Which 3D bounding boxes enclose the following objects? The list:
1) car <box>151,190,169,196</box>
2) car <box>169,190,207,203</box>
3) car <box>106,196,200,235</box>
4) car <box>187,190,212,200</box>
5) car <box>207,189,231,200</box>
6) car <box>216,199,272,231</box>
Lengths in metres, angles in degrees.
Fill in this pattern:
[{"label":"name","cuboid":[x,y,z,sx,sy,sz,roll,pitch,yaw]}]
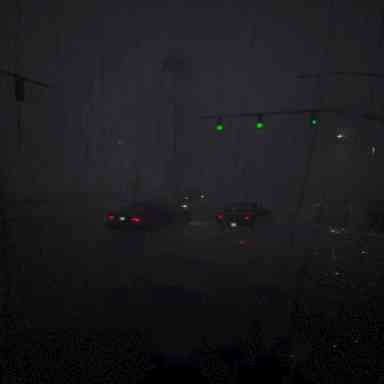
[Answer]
[{"label":"car","cuboid":[-3.286,0.468,40.119,1.812,1.442,4.674,2,2,26]},{"label":"car","cuboid":[-0.380,0.550,38.106,1.837,1.490,4.892,2,2,25]},{"label":"car","cuboid":[-1.788,1.113,15.898,2.033,1.411,5.357,2,2,25]},{"label":"car","cuboid":[1.137,0.395,49.415,1.895,1.301,4.718,2,2,25]},{"label":"car","cuboid":[4.060,0.389,47.400,2.128,1.511,4.902,2,2,25]},{"label":"car","cuboid":[2.929,1.207,17.715,1.895,1.301,4.718,2,2,25]}]
